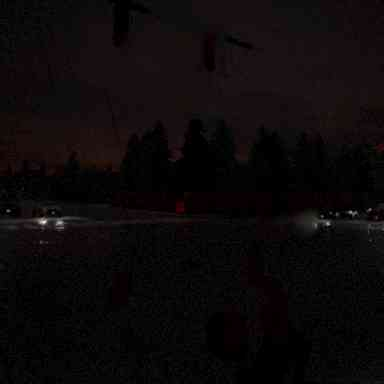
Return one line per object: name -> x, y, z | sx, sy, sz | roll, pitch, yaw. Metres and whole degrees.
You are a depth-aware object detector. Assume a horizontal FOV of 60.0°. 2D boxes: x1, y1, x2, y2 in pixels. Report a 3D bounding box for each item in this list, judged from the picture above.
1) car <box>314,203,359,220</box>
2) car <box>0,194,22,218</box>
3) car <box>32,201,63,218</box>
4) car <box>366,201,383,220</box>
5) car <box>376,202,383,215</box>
car -> 13.458, 1.770, 30.806 | 5.357, 1.411, 2.033 | 1, 0, -39
car -> -17.077, 1.249, 30.272 | 2.150, 2.045, 5.566 | 1, 0, -36
car -> -13.771, 1.580, 31.665 | 1.812, 1.442, 4.674 | 1, 0, -36
car -> 17.314, 1.592, 29.214 | 4.553, 1.767, 2.097 | 1, 0, -35
car -> 23.269, 1.862, 37.747 | 5.357, 1.411, 2.033 | 0, 0, -35
